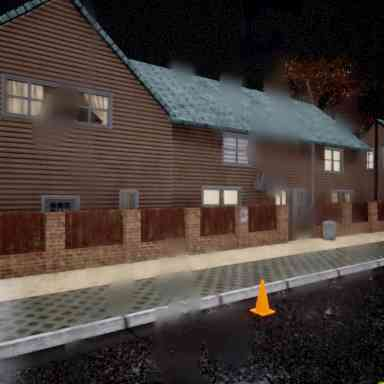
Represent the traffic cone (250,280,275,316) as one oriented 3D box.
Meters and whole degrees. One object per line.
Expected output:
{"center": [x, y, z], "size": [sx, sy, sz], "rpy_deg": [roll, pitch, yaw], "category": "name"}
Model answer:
{"center": [1.324, 1.955, 6.247], "size": [0.340, 0.580, 0.340], "rpy_deg": [0, 0, -34], "category": "traffic cone"}
